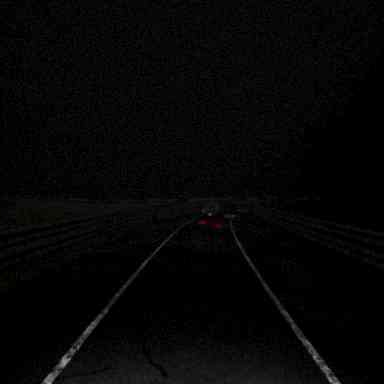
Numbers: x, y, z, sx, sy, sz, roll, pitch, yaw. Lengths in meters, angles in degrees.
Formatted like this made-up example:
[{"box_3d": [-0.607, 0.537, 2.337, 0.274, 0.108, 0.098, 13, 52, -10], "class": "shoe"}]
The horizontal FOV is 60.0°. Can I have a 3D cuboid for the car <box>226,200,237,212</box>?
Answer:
[{"box_3d": [4.577, 1.768, 42.994, 1.882, 1.535, 5.008, 0, 0, 17], "class": "car"}]

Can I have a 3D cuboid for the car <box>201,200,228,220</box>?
[{"box_3d": [1.977, 1.756, 31.175, 1.812, 1.442, 4.674, 0, 0, 11], "class": "car"}]
